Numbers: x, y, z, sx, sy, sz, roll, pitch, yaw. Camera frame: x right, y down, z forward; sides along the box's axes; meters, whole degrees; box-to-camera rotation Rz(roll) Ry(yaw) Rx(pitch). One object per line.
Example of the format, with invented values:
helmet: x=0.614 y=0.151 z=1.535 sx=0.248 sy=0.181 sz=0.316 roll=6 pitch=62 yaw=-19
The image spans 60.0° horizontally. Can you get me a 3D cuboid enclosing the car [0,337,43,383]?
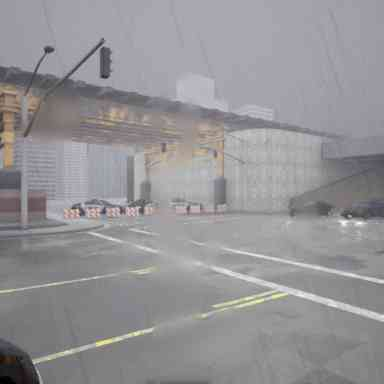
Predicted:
car: x=-3.274 y=1.492 z=1.436 sx=4.902 sy=1.511 sz=2.128 roll=0 pitch=0 yaw=-35

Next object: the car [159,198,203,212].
car: x=-1.308 y=1.453 z=38.578 sx=4.974 sy=1.542 sz=2.038 roll=0 pitch=0 yaw=-7

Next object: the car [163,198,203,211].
car: x=-1.360 y=1.295 z=38.571 sx=4.536 sy=1.218 sz=1.853 roll=0 pitch=0 yaw=-7

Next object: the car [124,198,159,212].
car: x=-5.195 y=1.295 z=34.859 sx=1.853 sy=1.218 sz=4.536 roll=0 pitch=0 yaw=18

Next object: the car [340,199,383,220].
car: x=14.647 y=1.547 z=28.041 sx=5.357 sy=1.411 sz=2.033 roll=0 pitch=0 yaw=-37

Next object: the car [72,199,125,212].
car: x=-9.001 y=1.295 z=32.123 sx=4.536 sy=1.218 sz=1.853 roll=0 pitch=0 yaw=8

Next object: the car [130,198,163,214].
car: x=-5.210 y=1.453 z=34.810 sx=2.038 sy=1.542 sz=4.974 roll=0 pitch=0 yaw=18

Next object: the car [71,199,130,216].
car: x=-8.949 y=1.453 z=32.116 sx=4.974 sy=1.542 sz=2.038 roll=0 pitch=0 yaw=8

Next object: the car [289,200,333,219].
car: x=10.441 y=1.477 z=29.053 sx=5.008 sy=1.535 sz=1.882 roll=0 pitch=0 yaw=-40
